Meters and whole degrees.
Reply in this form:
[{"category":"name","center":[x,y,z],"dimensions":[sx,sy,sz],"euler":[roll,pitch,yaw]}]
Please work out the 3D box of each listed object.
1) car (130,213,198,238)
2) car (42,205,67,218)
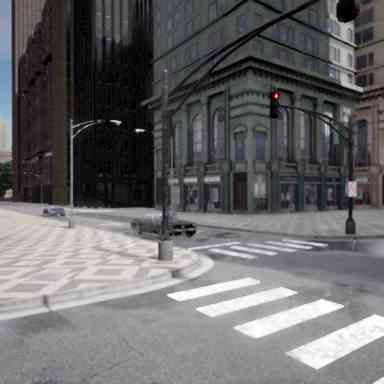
[{"category":"car","center":[-1.675,1.862,18.670],"dimensions":[1.895,1.301,4.718],"euler":[0,-1,-35]},{"category":"car","center":[-16.517,2.256,39.675],"dimensions":[2.033,1.411,5.357],"euler":[0,-1,-35]}]
